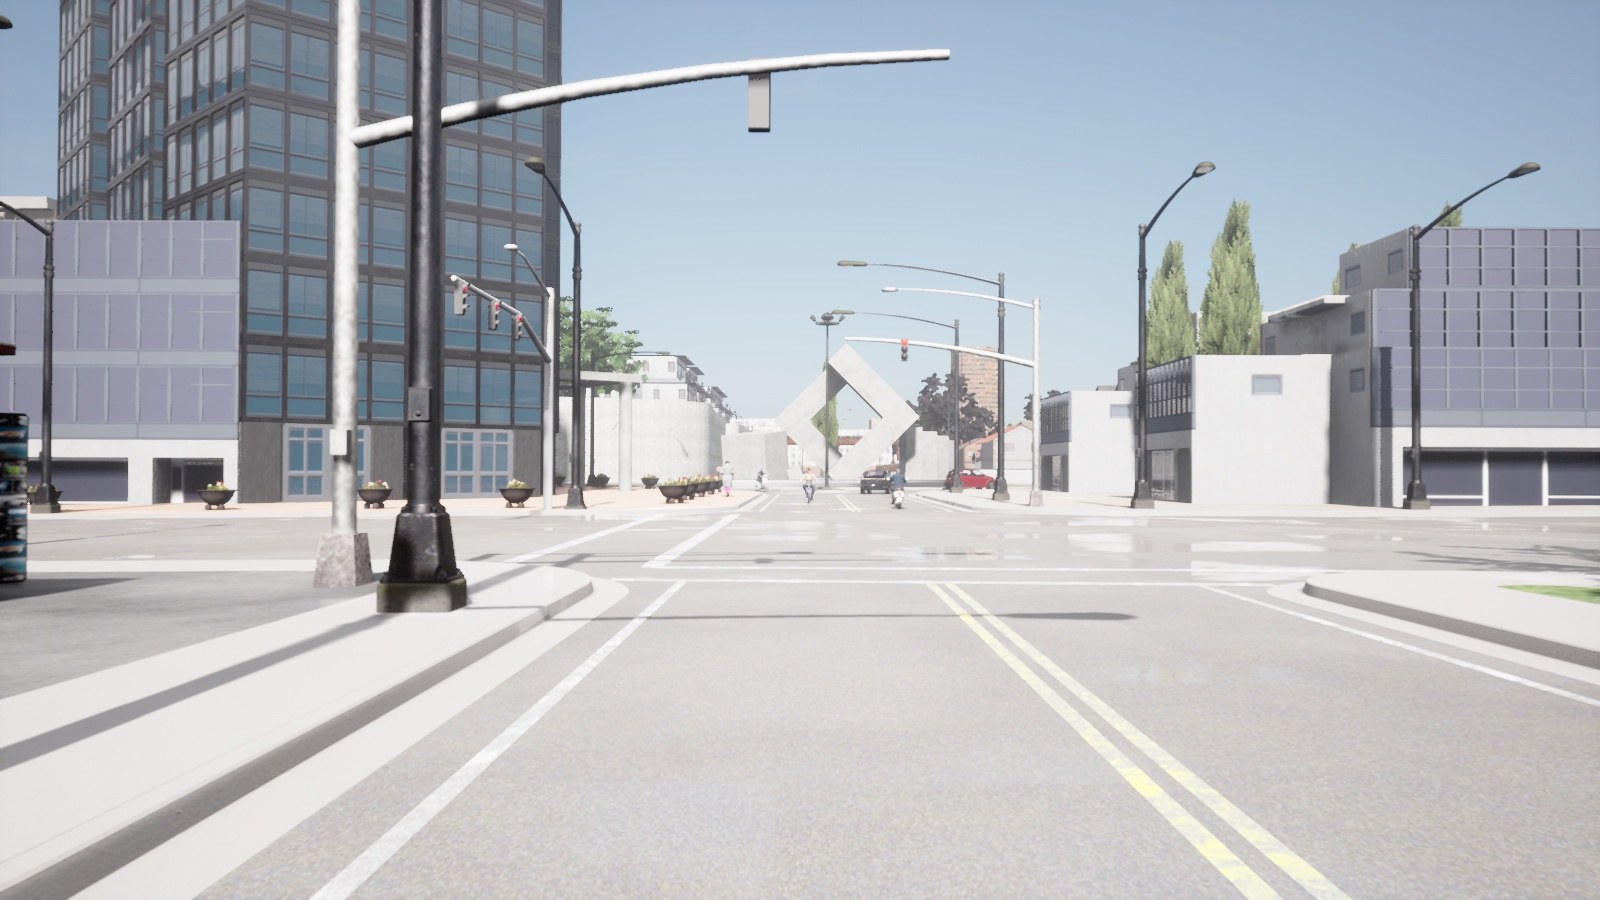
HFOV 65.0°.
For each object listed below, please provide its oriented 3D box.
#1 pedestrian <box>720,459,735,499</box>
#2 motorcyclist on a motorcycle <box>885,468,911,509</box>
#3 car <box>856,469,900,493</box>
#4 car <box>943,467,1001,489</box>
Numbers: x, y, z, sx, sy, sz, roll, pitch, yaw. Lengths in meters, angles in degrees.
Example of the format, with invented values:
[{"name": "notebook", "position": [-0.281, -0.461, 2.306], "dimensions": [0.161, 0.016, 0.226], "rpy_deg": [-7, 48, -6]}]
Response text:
[{"name": "pedestrian", "position": [-3.608, 1.423, 62.373], "dimensions": [0.659, 1.952, 0.873], "rpy_deg": [0, -1, 0]}, {"name": "motorcyclist on a motorcycle", "position": [3.861, 1.490, 49.571], "dimensions": [0.866, 1.590, 1.817], "rpy_deg": [0, -1, 0]}, {"name": "car", "position": [4.962, 1.935, 79.405], "dimensions": [2.128, 1.511, 4.902], "rpy_deg": [0, -1, 11]}, {"name": "car", "position": [13.032, 2.078, 95.029], "dimensions": [3.988, 1.617, 1.851], "rpy_deg": [0, -1, -26]}]
